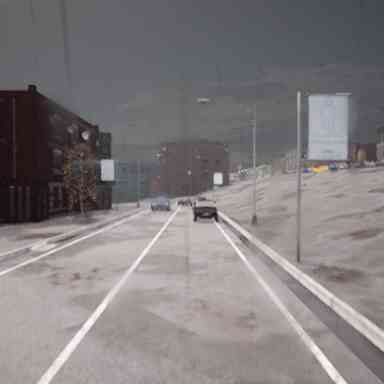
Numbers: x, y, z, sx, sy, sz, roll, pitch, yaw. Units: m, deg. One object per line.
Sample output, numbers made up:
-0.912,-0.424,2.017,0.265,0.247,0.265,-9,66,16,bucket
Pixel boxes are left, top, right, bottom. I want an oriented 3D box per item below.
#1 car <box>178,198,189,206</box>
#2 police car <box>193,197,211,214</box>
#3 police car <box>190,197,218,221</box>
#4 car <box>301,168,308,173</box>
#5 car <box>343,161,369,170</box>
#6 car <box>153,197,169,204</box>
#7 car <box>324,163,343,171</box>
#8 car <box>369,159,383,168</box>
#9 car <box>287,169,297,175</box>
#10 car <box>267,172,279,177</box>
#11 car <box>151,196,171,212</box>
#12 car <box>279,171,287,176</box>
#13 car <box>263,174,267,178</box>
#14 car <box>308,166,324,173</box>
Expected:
-1.336,1.785,61.216,1.812,1.442,4.674,0,-1,-17,car
1.046,1.419,36.953,1.930,1.638,5.238,0,0,0,police car
1.047,1.415,26.948,1.930,1.638,5.238,0,0,0,police car
22.088,-3.836,62.530,2.002,1.452,4.674,0,1,-3,car
23.530,-3.537,45.797,2.163,1.488,4.792,0,1,-6,car
-7.180,2.045,77.164,1.837,1.490,4.892,-1,-2,-31,car
22.910,-3.797,51.488,2.185,1.767,4.553,0,1,-5,car
24.233,-3.425,40.323,2.002,1.452,4.674,0,1,-7,car
21.854,-3.973,68.072,2.231,1.521,4.892,0,1,-1,car
21.486,-4.310,84.526,2.185,1.767,4.553,0,1,-1,car
-3.605,1.352,39.268,2.097,1.767,4.553,0,0,0,car
21.725,-4.052,73.590,2.231,1.521,4.892,0,1,-1,car
21.366,-4.209,90.020,2.002,1.452,4.674,0,1,-1,car
22.441,-3.774,56.993,2.097,1.535,5.008,0,1,-4,car
